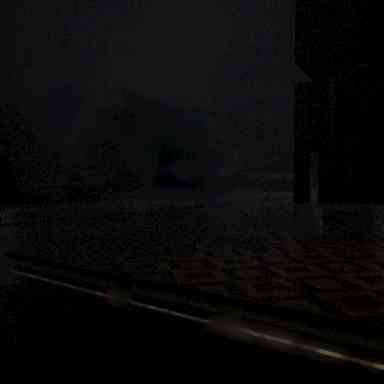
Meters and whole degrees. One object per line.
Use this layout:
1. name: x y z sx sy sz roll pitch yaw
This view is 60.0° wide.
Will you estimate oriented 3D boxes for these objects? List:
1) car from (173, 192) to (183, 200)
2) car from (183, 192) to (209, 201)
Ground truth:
1. car: -1.680 0.739 63.374 2.128 1.511 4.902 0 1 35
2. car: 1.155 0.806 61.746 2.033 1.411 5.357 0 1 35
